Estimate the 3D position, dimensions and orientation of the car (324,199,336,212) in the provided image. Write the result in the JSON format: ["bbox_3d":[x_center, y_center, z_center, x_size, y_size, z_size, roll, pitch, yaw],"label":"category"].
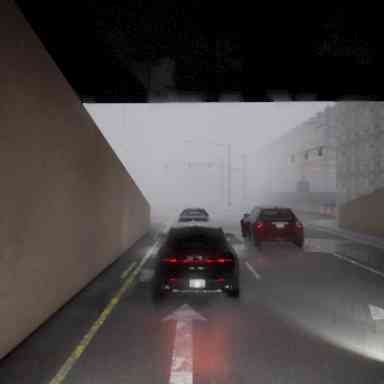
[{"bbox_3d":[17.619,1.650,40.247,4.974,1.542,2.038,0,0,-45],"label":"car"}]

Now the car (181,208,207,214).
[{"bbox_3d":[0.122,1.644,19.571,2.033,1.411,5.357,0,0,1],"label":"car"}]

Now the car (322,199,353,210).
[{"bbox_3d":[17.655,1.493,40.284,4.536,1.218,1.853,0,0,-45],"label":"car"}]

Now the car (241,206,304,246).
[{"bbox_3d":[3.625,1.430,15.772,2.097,1.767,4.553,0,0,0],"label":"car"}]

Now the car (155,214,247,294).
[{"bbox_3d":[0.108,1.549,8.898,1.837,1.490,4.892,0,0,0],"label":"car"}]
